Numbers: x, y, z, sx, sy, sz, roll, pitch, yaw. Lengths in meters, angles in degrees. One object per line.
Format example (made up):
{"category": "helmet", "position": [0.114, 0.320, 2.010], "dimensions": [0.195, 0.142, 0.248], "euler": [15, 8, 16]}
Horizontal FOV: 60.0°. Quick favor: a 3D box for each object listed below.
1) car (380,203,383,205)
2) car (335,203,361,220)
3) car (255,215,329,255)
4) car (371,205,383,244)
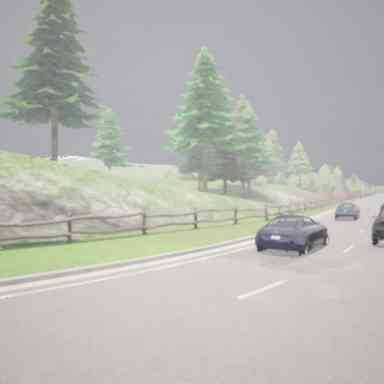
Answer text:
{"category": "car", "position": [19.412, 1.614, 32.294], "dimensions": [1.882, 1.535, 5.008], "euler": [0, 0, 30]}
{"category": "car", "position": [14.149, 1.690, 30.125], "dimensions": [2.033, 1.411, 5.357], "euler": [0, 0, 30]}
{"category": "car", "position": [4.242, 1.640, 13.821], "dimensions": [1.994, 1.385, 4.181], "euler": [0, 0, 36]}
{"category": "car", "position": [9.591, 1.571, 15.572], "dimensions": [1.837, 1.490, 4.892], "euler": [0, 0, 32]}
